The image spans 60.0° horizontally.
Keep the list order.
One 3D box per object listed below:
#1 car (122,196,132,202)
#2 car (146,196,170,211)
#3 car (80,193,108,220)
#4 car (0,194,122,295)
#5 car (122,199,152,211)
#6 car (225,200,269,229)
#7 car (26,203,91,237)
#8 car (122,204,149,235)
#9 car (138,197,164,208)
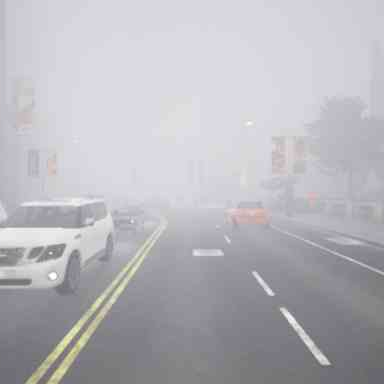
[{"bbox_3d":[-9.969,1.405,47.371,1.837,1.490,4.892,0,0,-44],"label":"car"},{"bbox_3d":[-4.334,1.267,38.821,2.097,1.767,4.553,0,0,-29],"label":"car"},{"bbox_3d":[-8.483,1.161,29.149,2.150,2.045,5.566,0,0,-15],"label":"car"},{"bbox_3d":[-3.640,1.203,9.023,2.150,2.045,5.566,0,0,0],"label":"car"},{"bbox_3d":[-4.792,1.539,28.629,1.895,1.301,4.718,0,0,-12],"label":"car"},{"bbox_3d":[3.374,1.302,21.178,2.097,1.767,4.553,0,0,-2],"label":"car"},{"bbox_3d":[-7.284,1.467,18.762,1.837,1.490,4.892,0,0,-2],"label":"car"},{"bbox_3d":[-3.770,1.561,18.791,1.895,1.301,4.718,0,0,-2],"label":"car"},{"bbox_3d":[-5.919,1.460,47.619,1.994,1.385,4.181,0,0,-37],"label":"car"}]
